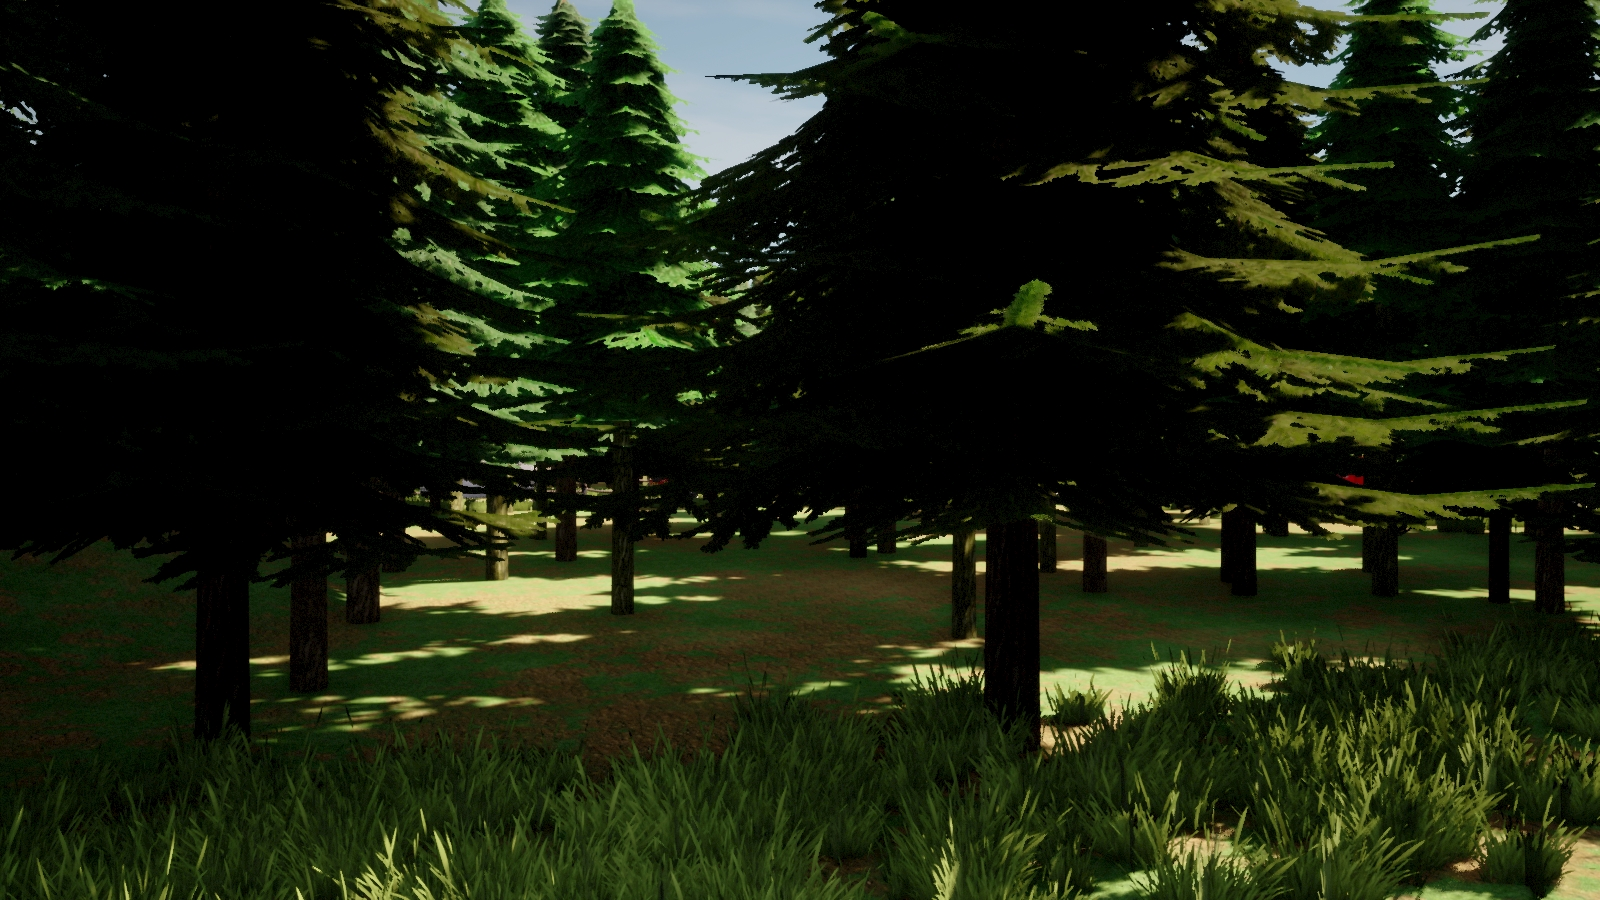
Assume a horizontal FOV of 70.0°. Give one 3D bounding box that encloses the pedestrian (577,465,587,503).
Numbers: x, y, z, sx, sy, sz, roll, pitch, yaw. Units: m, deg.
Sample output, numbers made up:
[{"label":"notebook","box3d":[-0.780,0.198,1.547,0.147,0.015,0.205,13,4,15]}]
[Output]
[{"label":"pedestrian","box3d":[-10.645,1.670,55.788,0.375,1.860,0.375,0,0,-28]}]
